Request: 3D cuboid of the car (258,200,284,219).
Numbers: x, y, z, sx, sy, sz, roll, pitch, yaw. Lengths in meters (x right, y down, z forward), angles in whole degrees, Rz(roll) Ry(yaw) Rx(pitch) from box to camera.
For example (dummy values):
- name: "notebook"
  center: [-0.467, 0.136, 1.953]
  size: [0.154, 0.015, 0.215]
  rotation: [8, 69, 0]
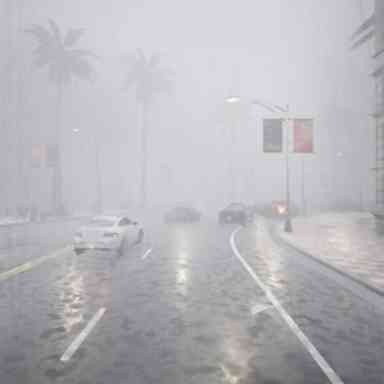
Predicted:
- name: "car"
  center: [7.406, 1.858, 33.852]
  size: [1.837, 1.490, 4.892]
  rotation: [0, -1, 33]

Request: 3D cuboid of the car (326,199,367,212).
- name: "car"
  center: [21.974, 1.851, 47.347]
  size: [4.553, 1.767, 2.097]
  rotation: [0, -1, -19]

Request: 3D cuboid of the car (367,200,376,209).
- name: "car"
  center: [30.978, 2.072, 55.787]
  size: [4.902, 1.511, 2.128]
  rotation: [0, -1, -3]

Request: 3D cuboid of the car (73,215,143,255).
- name: "car"
  center: [-3.355, 1.671, 13.869]
  size: [1.812, 1.442, 4.674]
  rotation: [0, 0, 4]

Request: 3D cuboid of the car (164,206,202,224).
- name: "car"
  center: [-0.678, 1.851, 27.559]
  size: [1.994, 1.385, 4.181]
  rotation: [0, -1, 22]

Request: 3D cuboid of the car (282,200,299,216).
- name: "car"
  center: [10.451, 1.746, 37.951]
  size: [2.097, 1.767, 4.553]
  rotation: [-1, -1, 41]

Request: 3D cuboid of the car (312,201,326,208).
- name: "car"
  center: [23.659, 2.207, 58.383]
  size: [4.718, 1.301, 1.895]
  rotation: [0, -1, -12]

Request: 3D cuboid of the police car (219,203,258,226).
- name: "police car"
  center: [3.578, 1.699, 26.260]
  size: [1.930, 1.638, 5.238]
  rotation: [0, -1, 20]
